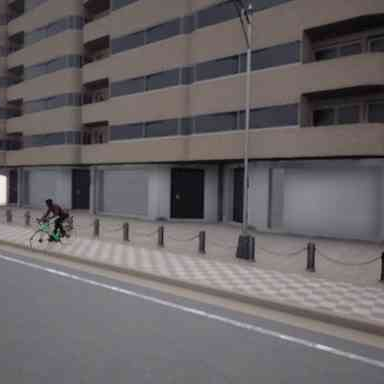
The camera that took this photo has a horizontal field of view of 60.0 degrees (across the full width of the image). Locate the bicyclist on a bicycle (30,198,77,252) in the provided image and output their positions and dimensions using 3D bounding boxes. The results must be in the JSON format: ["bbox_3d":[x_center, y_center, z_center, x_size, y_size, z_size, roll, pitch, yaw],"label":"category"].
[{"bbox_3d":[-4.402,1.020,10.638,0.582,1.620,1.656,2,4,35],"label":"bicyclist on a bicycle"}]
